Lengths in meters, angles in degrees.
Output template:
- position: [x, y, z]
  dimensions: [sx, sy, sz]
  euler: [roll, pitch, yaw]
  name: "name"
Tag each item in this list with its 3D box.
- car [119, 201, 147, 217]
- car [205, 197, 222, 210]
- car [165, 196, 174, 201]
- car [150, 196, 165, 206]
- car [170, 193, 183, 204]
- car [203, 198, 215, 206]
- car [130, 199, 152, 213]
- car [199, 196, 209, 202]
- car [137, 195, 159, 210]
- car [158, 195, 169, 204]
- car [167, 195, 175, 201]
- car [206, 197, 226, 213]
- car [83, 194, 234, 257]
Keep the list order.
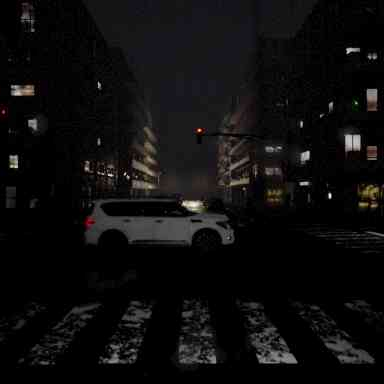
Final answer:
- position: [-5.665, 1.572, 32.232]
  dimensions: [1.947, 1.339, 4.313]
  euler: [0, 0, 0]
  name: "car"
- position: [2.724, 1.451, 43.592]
  dimensions: [1.967, 1.590, 4.097]
  euler: [0, 0, 0]
  name: "car"
- position: [-5.625, 1.589, 83.373]
  dimensions: [2.008, 1.369, 4.403]
  euler: [0, 0, 0]
  name: "car"
- position: [-5.647, 1.456, 54.962]
  dimensions: [1.967, 1.590, 4.097]
  euler: [0, 0, 0]
  name: "car"
- position: [-2.948, 1.229, 64.870]
  dimensions: [2.150, 2.045, 5.566]
  euler: [0, 0, 0]
  name: "car"
- position: [2.734, 1.598, 54.957]
  dimensions: [1.802, 1.307, 4.206]
  euler: [0, 0, 0]
  name: "car"
- position: [-5.660, 1.533, 37.745]
  dimensions: [1.752, 1.417, 4.829]
  euler: [0, 0, 0]
  name: "car"
- position: [2.751, 1.584, 77.687]
  dimensions: [2.008, 1.369, 4.403]
  euler: [0, 0, 0]
  name: "car"
- position: [-5.656, 1.325, 43.597]
  dimensions: [2.192, 1.841, 5.009]
  euler: [0, 0, 0]
  name: "car"
- position: [-5.638, 1.464, 66.327]
  dimensions: [1.967, 1.590, 4.097]
  euler: [0, 0, 0]
  name: "car"
- position: [-5.621, 1.594, 89.056]
  dimensions: [2.008, 1.369, 4.403]
  euler: [0, 0, 0]
  name: "car"
- position: [2.720, 1.448, 37.910]
  dimensions: [1.967, 1.590, 4.097]
  euler: [0, 0, 0]
  name: "car"
- position: [-1.242, 1.220, 12.634]
  dimensions: [5.566, 2.045, 2.150]
  euler: [-1, 0, 0]
  name: "car"
